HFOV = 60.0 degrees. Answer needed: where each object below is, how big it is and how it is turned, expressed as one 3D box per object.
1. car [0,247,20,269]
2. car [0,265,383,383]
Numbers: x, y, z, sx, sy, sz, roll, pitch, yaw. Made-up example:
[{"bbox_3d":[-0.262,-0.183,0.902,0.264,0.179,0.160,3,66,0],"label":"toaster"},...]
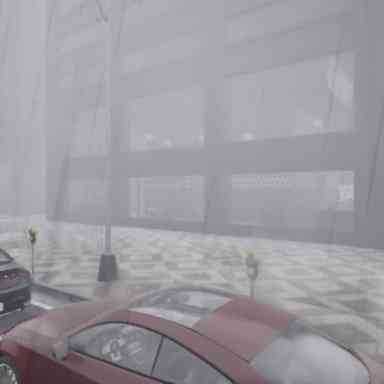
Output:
[{"bbox_3d":[-4.806,1.564,6.393,4.403,1.369,2.008,0,0,36],"label":"car"},{"bbox_3d":[-0.219,1.585,3.118,4.206,1.307,1.802,0,0,36],"label":"car"}]
